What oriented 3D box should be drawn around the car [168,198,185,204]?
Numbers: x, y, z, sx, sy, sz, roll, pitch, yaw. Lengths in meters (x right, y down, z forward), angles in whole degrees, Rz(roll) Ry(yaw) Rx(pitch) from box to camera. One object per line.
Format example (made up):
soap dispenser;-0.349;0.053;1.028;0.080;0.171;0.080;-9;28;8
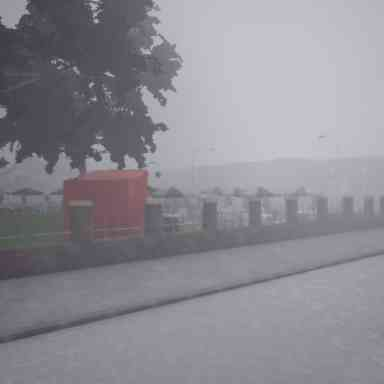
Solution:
car;-2.161;1.352;49.754;1.882;1.535;5.008;0;0;-35
